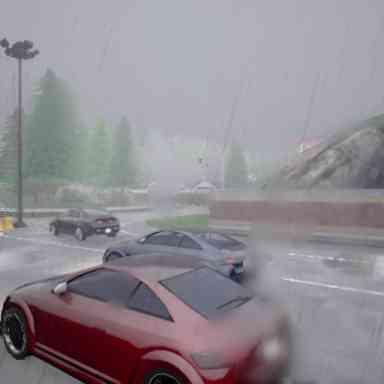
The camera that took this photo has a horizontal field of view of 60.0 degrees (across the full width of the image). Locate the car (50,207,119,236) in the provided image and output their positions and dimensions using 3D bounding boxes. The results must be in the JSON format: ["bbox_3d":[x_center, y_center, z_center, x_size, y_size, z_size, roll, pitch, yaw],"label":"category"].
[{"bbox_3d":[-5.540,1.527,16.899,4.892,1.490,1.837,0,1,45],"label":"car"}]

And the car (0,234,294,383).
[{"bbox_3d":[-0.812,1.569,4.570,4.181,1.385,1.994,0,0,35],"label":"car"}]

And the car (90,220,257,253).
[{"bbox_3d":[-0.396,1.572,8.570,4.181,1.385,1.994,0,0,35],"label":"car"}]
